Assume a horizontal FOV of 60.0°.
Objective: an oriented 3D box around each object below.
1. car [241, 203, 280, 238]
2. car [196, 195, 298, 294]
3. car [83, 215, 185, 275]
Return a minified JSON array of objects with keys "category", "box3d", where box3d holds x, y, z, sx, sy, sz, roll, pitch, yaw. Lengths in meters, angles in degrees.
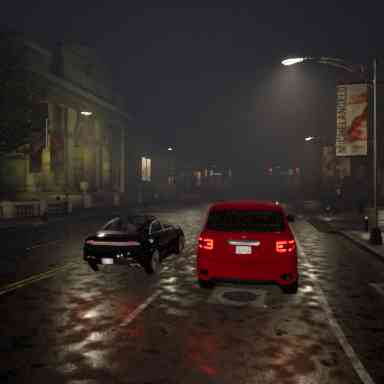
[{"category":"car","box3d":[3.962,1.478,18.744,1.882,1.535,5.008,0,0,14]},{"category":"car","box3d":[1.602,1.221,9.084,2.150,2.045,5.566,0,0,13]},{"category":"car","box3d":[-1.566,1.492,10.584,2.128,1.511,4.902,0,0,12]}]
